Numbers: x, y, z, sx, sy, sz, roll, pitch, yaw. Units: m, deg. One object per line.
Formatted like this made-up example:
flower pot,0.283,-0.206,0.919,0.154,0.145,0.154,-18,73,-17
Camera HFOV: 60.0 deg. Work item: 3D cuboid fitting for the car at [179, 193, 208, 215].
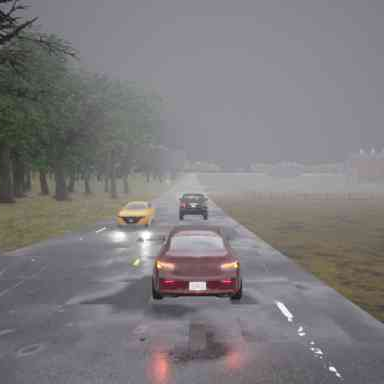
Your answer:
car,0.108,1.083,26.924,2.150,2.045,5.566,0,1,0

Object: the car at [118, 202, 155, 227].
car,-3.593,1.399,22.133,1.882,1.535,5.008,0,1,0

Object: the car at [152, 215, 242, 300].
car,0.102,1.519,8.258,1.812,1.442,4.674,0,0,0
